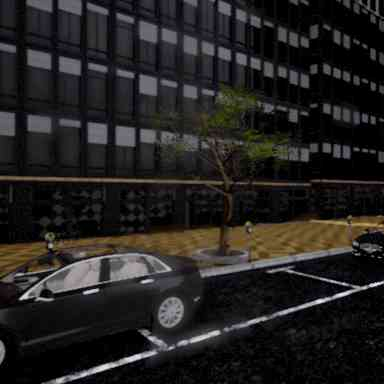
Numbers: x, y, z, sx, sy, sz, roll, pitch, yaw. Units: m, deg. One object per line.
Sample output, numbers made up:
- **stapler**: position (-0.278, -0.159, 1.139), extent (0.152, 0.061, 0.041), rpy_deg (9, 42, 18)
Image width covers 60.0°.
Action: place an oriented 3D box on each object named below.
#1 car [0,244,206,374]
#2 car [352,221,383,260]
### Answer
- **car**: position (-1.813, 1.565, 5.274), extent (4.403, 1.369, 2.008), rpy_deg (1, -1, -35)
- **car**: position (7.446, 1.679, 11.867), extent (4.403, 1.369, 2.008), rpy_deg (1, -1, -35)
